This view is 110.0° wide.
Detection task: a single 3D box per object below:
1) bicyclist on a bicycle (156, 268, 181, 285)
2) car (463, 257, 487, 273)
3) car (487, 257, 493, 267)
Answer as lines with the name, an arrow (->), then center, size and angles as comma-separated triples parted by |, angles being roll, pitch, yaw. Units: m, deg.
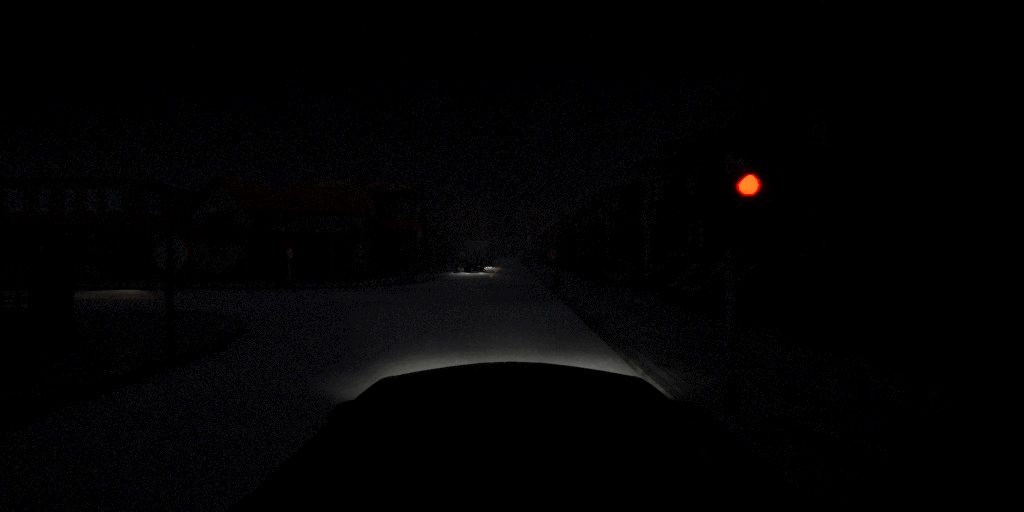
bicyclist on a bicycle -> -21.565, 0.966, 22.507 | 0.582, 1.620, 1.656 | 0, 1, 0
car -> -4.063, 1.035, 39.033 | 1.812, 1.442, 4.674 | 0, 0, 0
car -> -3.984, 0.892, 55.998 | 2.128, 1.511, 4.902 | 0, 0, 1
